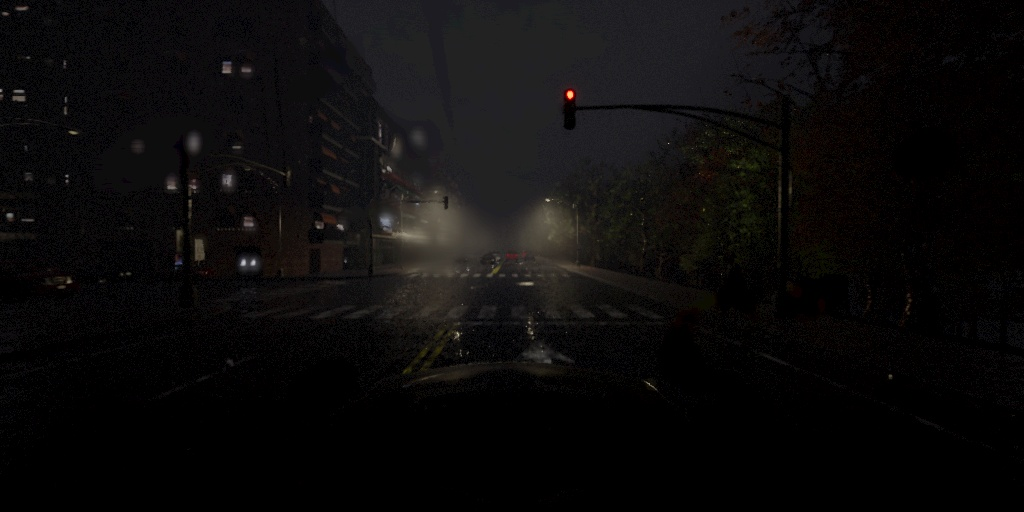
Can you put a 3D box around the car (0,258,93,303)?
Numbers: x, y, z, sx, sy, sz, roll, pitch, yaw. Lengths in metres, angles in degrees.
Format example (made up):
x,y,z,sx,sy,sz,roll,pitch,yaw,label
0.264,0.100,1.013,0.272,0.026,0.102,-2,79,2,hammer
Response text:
x,y,z,sx,sy,sz,roll,pitch,yaw,label
-22.658,1.109,16.021,5.009,1.841,2.192,0,0,-1,car

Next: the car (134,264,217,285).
x,y,z,sx,sy,sz,roll,pitch,yaw,label
-22.779,1.229,24.667,4.207,1.307,1.802,0,0,-1,car

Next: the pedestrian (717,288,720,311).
x,y,z,sx,sy,sz,roll,pitch,yaw,label
6.561,0.746,10.818,0.375,1.860,0.375,0,1,0,pedestrian

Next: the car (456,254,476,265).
x,y,z,sx,sy,sz,roll,pitch,yaw,label
-6.557,0.588,50.194,1.895,1.301,4.718,0,1,0,car

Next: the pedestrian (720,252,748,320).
x,y,z,sx,sy,sz,roll,pitch,yaw,label
5.886,0.762,9.522,0.375,1.860,0.375,0,1,0,pedestrian

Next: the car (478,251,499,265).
x,y,z,sx,sy,sz,roll,pitch,yaw,label
-3.303,0.455,50.822,1.882,1.535,5.008,0,1,0,car

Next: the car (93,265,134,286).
x,y,z,sx,sy,sz,roll,pitch,yaw,label
-28.346,1.285,24.568,4.313,1.339,1.948,0,0,-1,car

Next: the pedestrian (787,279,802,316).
x,y,z,sx,sy,sz,roll,pitch,yaw,label
8.031,1.136,10.224,0.500,1.100,0.500,0,1,0,pedestrian
